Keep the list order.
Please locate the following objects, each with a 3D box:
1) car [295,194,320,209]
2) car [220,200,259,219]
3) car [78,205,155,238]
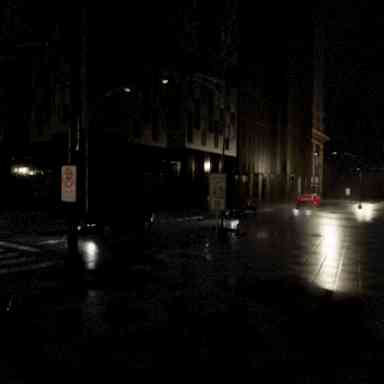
[{"bbox_3d":[16.142,1.308,46.209,2.150,2.045,5.566,1,1,35],"label":"car"},{"bbox_3d":[4.316,1.500,29.649,2.128,1.511,4.902,1,1,35],"label":"car"},{"bbox_3d":[-4.038,1.465,17.851,1.837,1.490,4.892,1,1,34],"label":"car"}]
